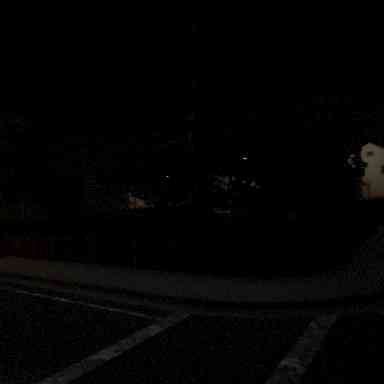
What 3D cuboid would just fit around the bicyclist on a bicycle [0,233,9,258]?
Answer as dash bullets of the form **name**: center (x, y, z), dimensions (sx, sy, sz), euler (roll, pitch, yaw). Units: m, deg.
- **bicyclist on a bicycle**: center (-8.791, 2.150, 14.399), dimensions (0.582, 1.620, 1.656), euler (-4, -2, 34)
